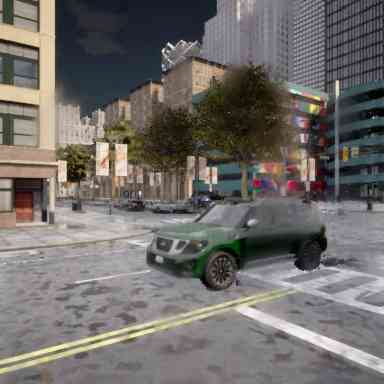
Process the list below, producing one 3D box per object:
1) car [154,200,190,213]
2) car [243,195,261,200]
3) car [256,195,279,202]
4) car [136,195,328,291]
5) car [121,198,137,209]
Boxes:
[{"bbox_3d":[-2.350,1.601,37.770,1.895,1.301,4.718,0,0,-36],"label":"car"},{"bbox_3d":[15.425,1.463,85.892,1.895,1.301,4.718,0,0,-36],"label":"car"},{"bbox_3d":[16.242,1.320,71.960,2.002,1.452,4.674,0,0,-36],"label":"car"},{"bbox_3d":[1.505,1.221,9.367,5.566,2.045,2.150,0,0,-35],"label":"car"},{"bbox_3d":[-8.152,1.564,45.860,1.994,1.385,4.181,0,0,-37],"label":"car"}]
